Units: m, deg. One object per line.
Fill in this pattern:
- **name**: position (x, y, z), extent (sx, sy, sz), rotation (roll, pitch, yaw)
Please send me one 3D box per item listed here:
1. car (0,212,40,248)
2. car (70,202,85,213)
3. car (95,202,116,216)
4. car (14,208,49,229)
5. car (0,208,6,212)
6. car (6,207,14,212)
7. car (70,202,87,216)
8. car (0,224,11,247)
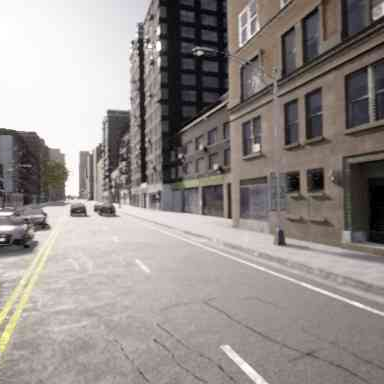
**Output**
- **car**: position (-8.759, 1.893, 16.049), extent (1.994, 1.385, 4.181), rotation (-1, -1, -20)
- **car**: position (-17.750, 2.356, 51.563), extent (2.128, 1.511, 4.902), rotation (-1, -1, -19)
- **car**: position (-10.592, 2.109, 41.272), extent (1.882, 1.535, 5.008), rotation (-1, -1, -20)
- **car**: position (-12.159, 2.021, 25.684), extent (1.812, 1.442, 4.674), rotation (-1, -1, -19)
- **car**: position (-14.537, 1.858, 22.644), extent (2.097, 1.767, 4.553), rotation (-1, -1, -19)
- **car**: position (-17.989, 2.220, 32.500), extent (2.033, 1.411, 5.357), rotation (-1, -1, -19)
- **car**: position (-14.346, 2.184, 42.068), extent (1.882, 1.535, 5.008), rotation (-1, -1, -19)
- **car**: position (-5.630, 1.720, 7.230), extent (2.033, 1.411, 5.357), rotation (-1, -1, -20)
